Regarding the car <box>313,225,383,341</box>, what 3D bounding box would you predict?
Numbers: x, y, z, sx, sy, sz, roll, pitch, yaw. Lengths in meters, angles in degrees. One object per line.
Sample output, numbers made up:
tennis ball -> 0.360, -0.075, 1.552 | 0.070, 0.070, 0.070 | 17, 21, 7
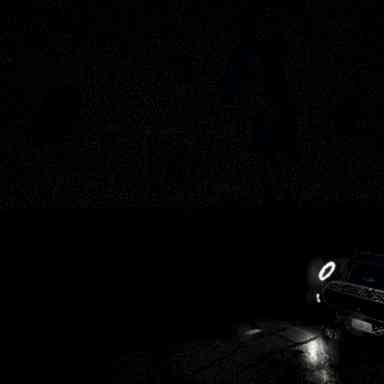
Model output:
car -> 4.295, 1.353, 6.149 | 4.553, 1.767, 2.097 | 0, 0, -36
